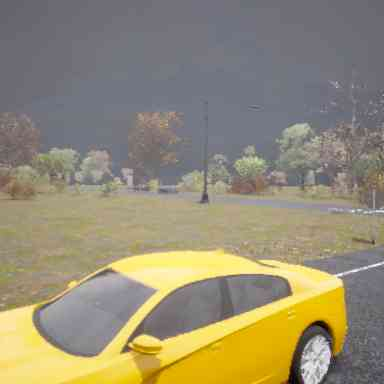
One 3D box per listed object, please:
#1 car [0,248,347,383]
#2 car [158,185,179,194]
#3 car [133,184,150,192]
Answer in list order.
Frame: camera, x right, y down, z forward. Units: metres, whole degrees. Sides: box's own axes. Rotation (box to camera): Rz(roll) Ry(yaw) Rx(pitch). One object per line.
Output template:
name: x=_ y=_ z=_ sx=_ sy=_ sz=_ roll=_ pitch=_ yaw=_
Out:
car: x=-0.329 y=1.467 z=3.637 sx=5.008 sy=1.535 sz=1.882 roll=0 pitch=0 yaw=-35
car: x=-4.115 y=-0.414 z=57.219 sx=2.128 sy=1.511 sz=4.902 roll=0 pitch=2 yaw=-36
car: x=-9.946 y=-0.726 z=65.347 sx=1.837 sy=1.490 sz=4.892 roll=0 pitch=2 yaw=-36
